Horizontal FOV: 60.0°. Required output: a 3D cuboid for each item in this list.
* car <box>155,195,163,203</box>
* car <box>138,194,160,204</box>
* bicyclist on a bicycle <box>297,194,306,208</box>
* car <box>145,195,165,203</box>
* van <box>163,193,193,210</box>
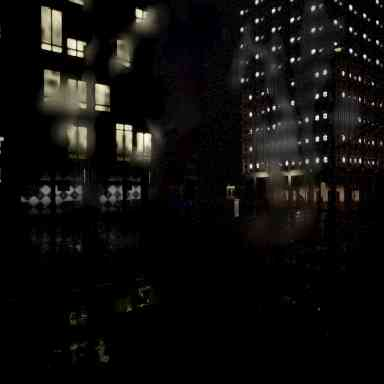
[{"bbox_3d":[-3.913,1.035,58.659,2.192,1.841,5.009,0,0,-34],"label":"car"},{"bbox_3d":[-7.846,1.203,59.831,1.882,1.535,5.008,-1,1,-34],"label":"car"},{"bbox_3d":[12.874,1.117,39.154,1.656,1.620,0.582,-1,1,-34],"label":"bicyclist on a bicycle"},{"bbox_3d":[-7.023,1.237,63.244,1.887,1.381,4.507,0,0,-34],"label":"car"},{"bbox_3d":[-1.517,1.210,40.203,1.690,1.788,3.998,0,0,-34],"label":"van"}]
